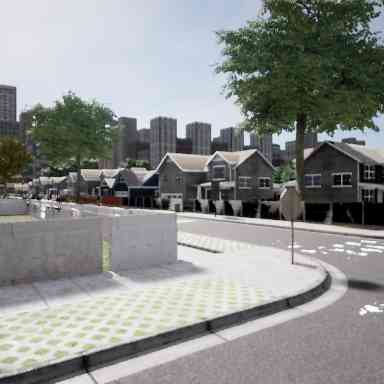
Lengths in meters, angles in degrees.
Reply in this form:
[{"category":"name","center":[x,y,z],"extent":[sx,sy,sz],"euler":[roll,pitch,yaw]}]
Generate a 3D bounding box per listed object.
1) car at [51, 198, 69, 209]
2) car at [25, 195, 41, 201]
[{"category":"car","center":[-18.613,1.550,46.907],"extent":[1.812,1.442,4.674],"euler":[0,0,-35]},{"category":"car","center":[-36.914,1.380,77.793],"extent":[2.097,1.767,4.553],"euler":[0,0,-35]}]
